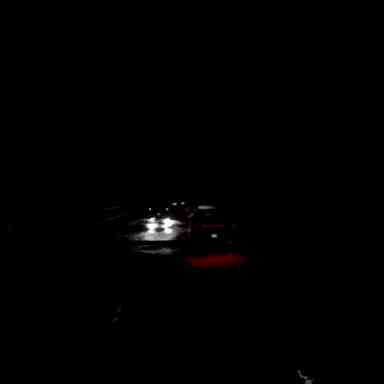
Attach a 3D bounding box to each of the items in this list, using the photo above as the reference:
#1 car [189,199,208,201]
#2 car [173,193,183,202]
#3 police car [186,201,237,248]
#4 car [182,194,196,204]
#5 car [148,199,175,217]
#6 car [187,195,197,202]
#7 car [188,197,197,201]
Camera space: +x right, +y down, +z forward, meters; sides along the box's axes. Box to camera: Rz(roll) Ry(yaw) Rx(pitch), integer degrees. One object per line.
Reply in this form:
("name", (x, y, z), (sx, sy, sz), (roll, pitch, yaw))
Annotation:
("car", (0.826, 1.494, 24.804), (1.812, 1.442, 4.674), (0, 0, 0))
("car", (-2.750, 1.179, 71.780), (2.150, 2.045, 5.566), (0, 0, 0))
("police car", (0.825, 1.403, 14.914), (1.930, 1.638, 5.238), (0, 0, 0))
("car", (0.005, 1.448, 49.059), (2.128, 1.511, 4.902), (0, 0, 0))
("car", (-2.848, 1.564, 30.534), (1.895, 1.301, 4.718), (0, 0, 0))
("car", (0.001, 1.416, 71.358), (1.895, 1.301, 4.718), (0, 0, 0))
("car", (0.825, 1.468, 30.804), (1.837, 1.490, 4.892), (0, 0, 0))
